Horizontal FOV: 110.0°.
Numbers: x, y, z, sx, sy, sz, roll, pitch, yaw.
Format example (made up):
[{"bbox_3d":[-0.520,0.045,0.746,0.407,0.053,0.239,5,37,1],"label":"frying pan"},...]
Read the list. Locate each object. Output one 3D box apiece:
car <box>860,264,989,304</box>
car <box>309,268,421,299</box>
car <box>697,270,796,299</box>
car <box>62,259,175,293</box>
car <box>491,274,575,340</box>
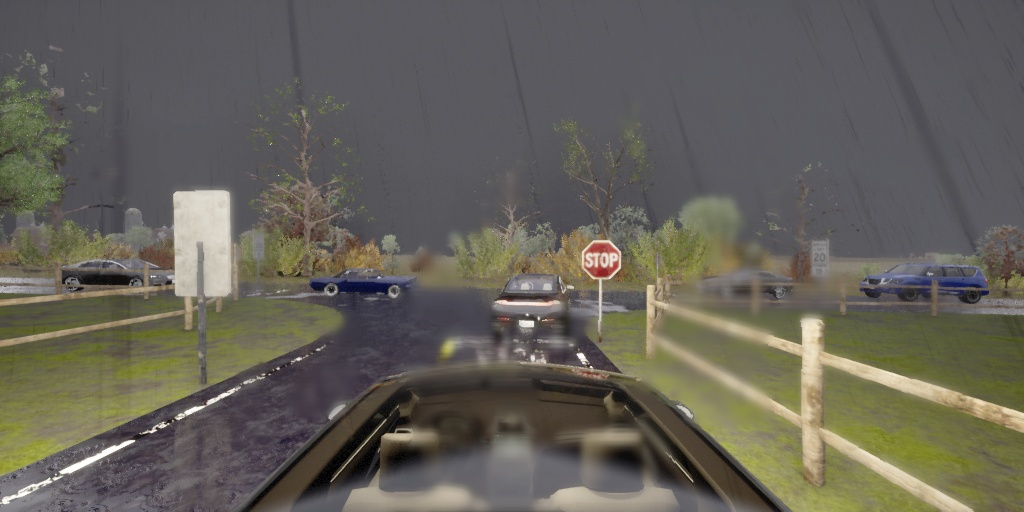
[{"bbox_3d":[22.897,1.466,20.015,5.566,2.045,2.150,1,1,0],"label":"car"},{"bbox_3d":[-6.824,1.248,17.095,4.718,1.301,1.895,1,1,0],"label":"car"},{"bbox_3d":[13.002,1.525,20.025,4.902,1.511,2.128,1,1,0],"label":"car"},{"bbox_3d":[-18.492,0.885,17.111,4.902,1.511,2.128,1,1,0],"label":"car"},{"bbox_3d":[0.705,1.240,10.065,2.128,1.511,4.902,0,0,9],"label":"car"}]
